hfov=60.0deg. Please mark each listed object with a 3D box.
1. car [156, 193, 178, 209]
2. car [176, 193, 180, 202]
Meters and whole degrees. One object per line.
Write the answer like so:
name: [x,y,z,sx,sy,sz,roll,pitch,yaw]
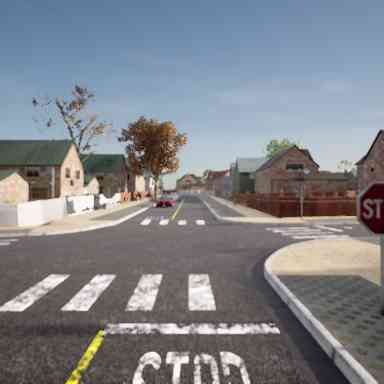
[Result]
car: [-2.914,1.113,37.005,1.895,1.301,4.718,0,1,0]
car: [-2.928,0.830,52.001,1.812,1.442,4.674,0,1,0]
